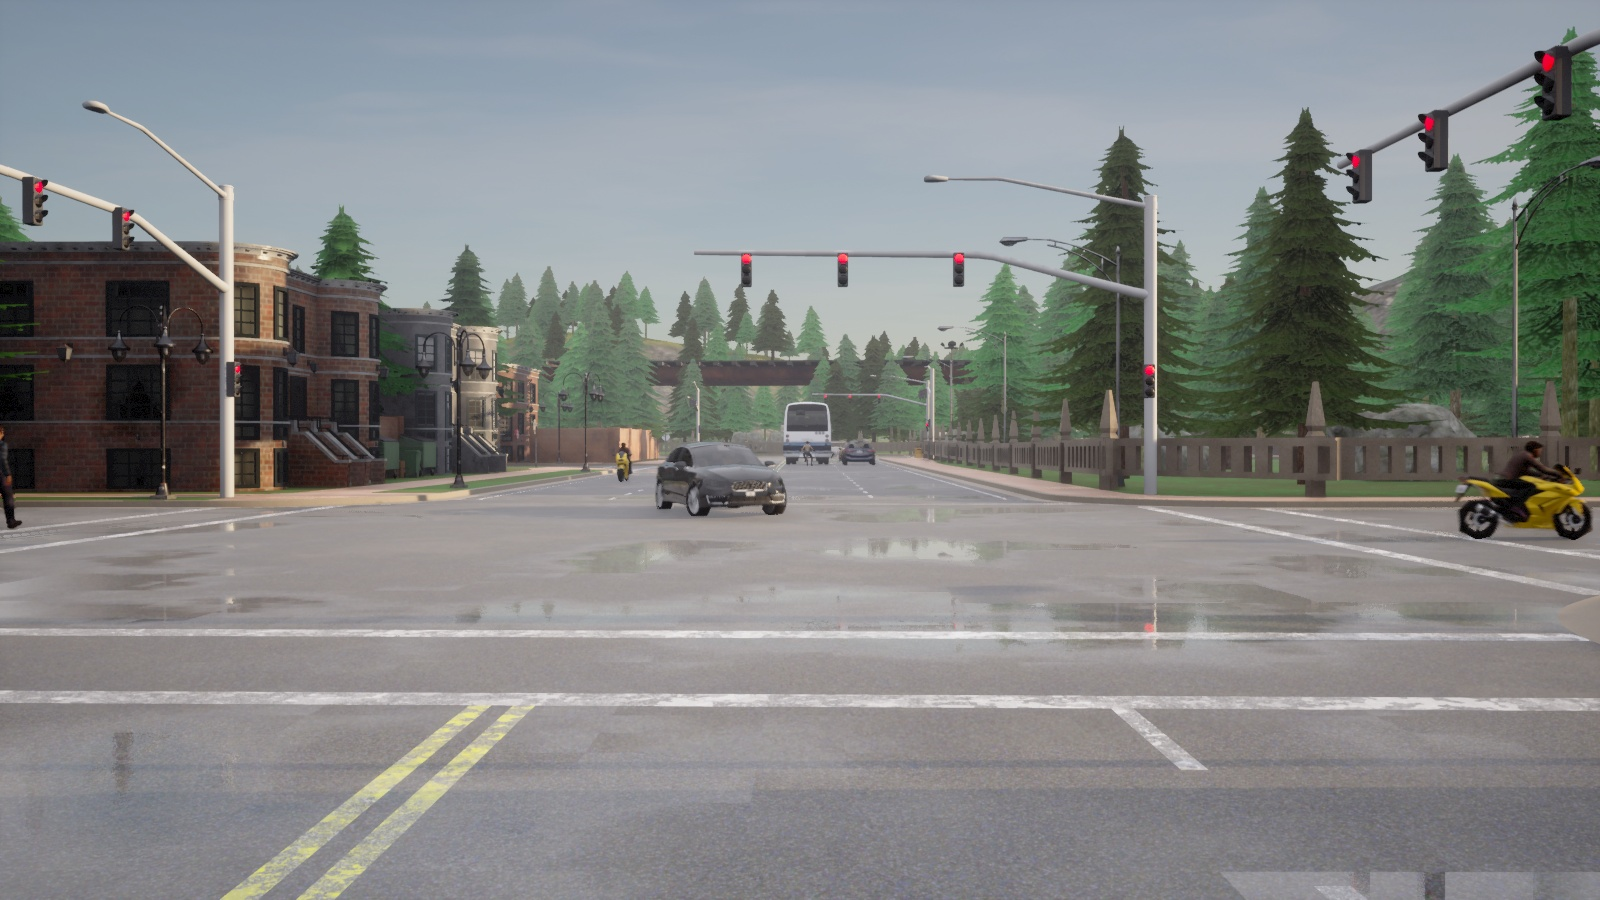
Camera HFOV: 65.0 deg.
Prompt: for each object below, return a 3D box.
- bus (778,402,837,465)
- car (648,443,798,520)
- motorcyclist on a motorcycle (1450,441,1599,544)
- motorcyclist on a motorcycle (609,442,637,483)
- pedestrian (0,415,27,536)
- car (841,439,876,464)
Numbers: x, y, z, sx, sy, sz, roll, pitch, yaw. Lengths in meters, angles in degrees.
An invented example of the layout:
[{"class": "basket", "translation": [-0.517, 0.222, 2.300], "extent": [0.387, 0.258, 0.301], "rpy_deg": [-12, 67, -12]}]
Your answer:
[{"class": "bus", "translation": [0.524, -1.136, 89.810], "extent": [3.944, 4.253, 10.273], "rpy_deg": [0, 0, 0]}, {"class": "car", "translation": [-1.766, 0.598, 26.899], "extent": [1.837, 1.490, 4.892], "rpy_deg": [-1, 0, -20]}, {"class": "motorcyclist on a motorcycle", "translation": [11.103, 0.630, 19.074], "extent": [2.044, 1.523, 0.797], "rpy_deg": [0, 0, 3]}, {"class": "motorcyclist on a motorcycle", "translation": [-6.715, 0.454, 47.747], "extent": [0.797, 1.523, 2.044], "rpy_deg": [0, 0, 0]}, {"class": "pedestrian", "translation": [-13.126, 0.409, 20.567], "extent": [0.423, 1.949, 0.788], "rpy_deg": [0, 0, 2]}, {"class": "car", "translation": [4.003, 0.106, 86.375], "extent": [2.242, 1.667, 4.611], "rpy_deg": [0, 0, 0]}]
